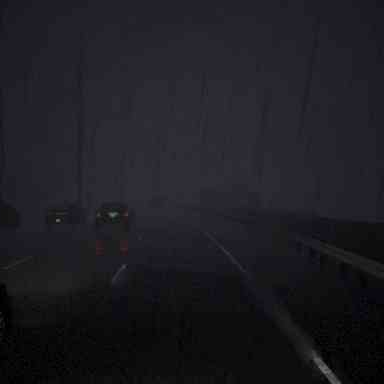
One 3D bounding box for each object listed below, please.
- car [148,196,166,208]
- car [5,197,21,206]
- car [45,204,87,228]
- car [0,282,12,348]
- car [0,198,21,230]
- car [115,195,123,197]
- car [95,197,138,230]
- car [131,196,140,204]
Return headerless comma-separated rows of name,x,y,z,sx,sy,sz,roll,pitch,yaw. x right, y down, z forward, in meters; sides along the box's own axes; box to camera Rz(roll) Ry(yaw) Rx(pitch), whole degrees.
car,-5.223,1.433,48.768,2.097,1.767,4.553,0,0,-15
car,-31.720,1.664,58.929,1.812,1.442,4.674,0,0,-19
car,-8.520,1.540,22.767,2.128,1.511,4.902,0,0,-7
car,-3.540,1.502,2.991,2.128,1.511,4.902,0,0,-1
car,-11.498,1.268,18.313,2.150,2.045,5.566,0,0,-6
car,-17.901,1.472,80.875,1.882,1.535,5.008,0,0,-26
car,-4.832,1.392,21.387,2.097,1.767,4.553,0,0,-6
car,-11.580,1.599,65.518,1.882,1.535,5.008,0,0,-21
